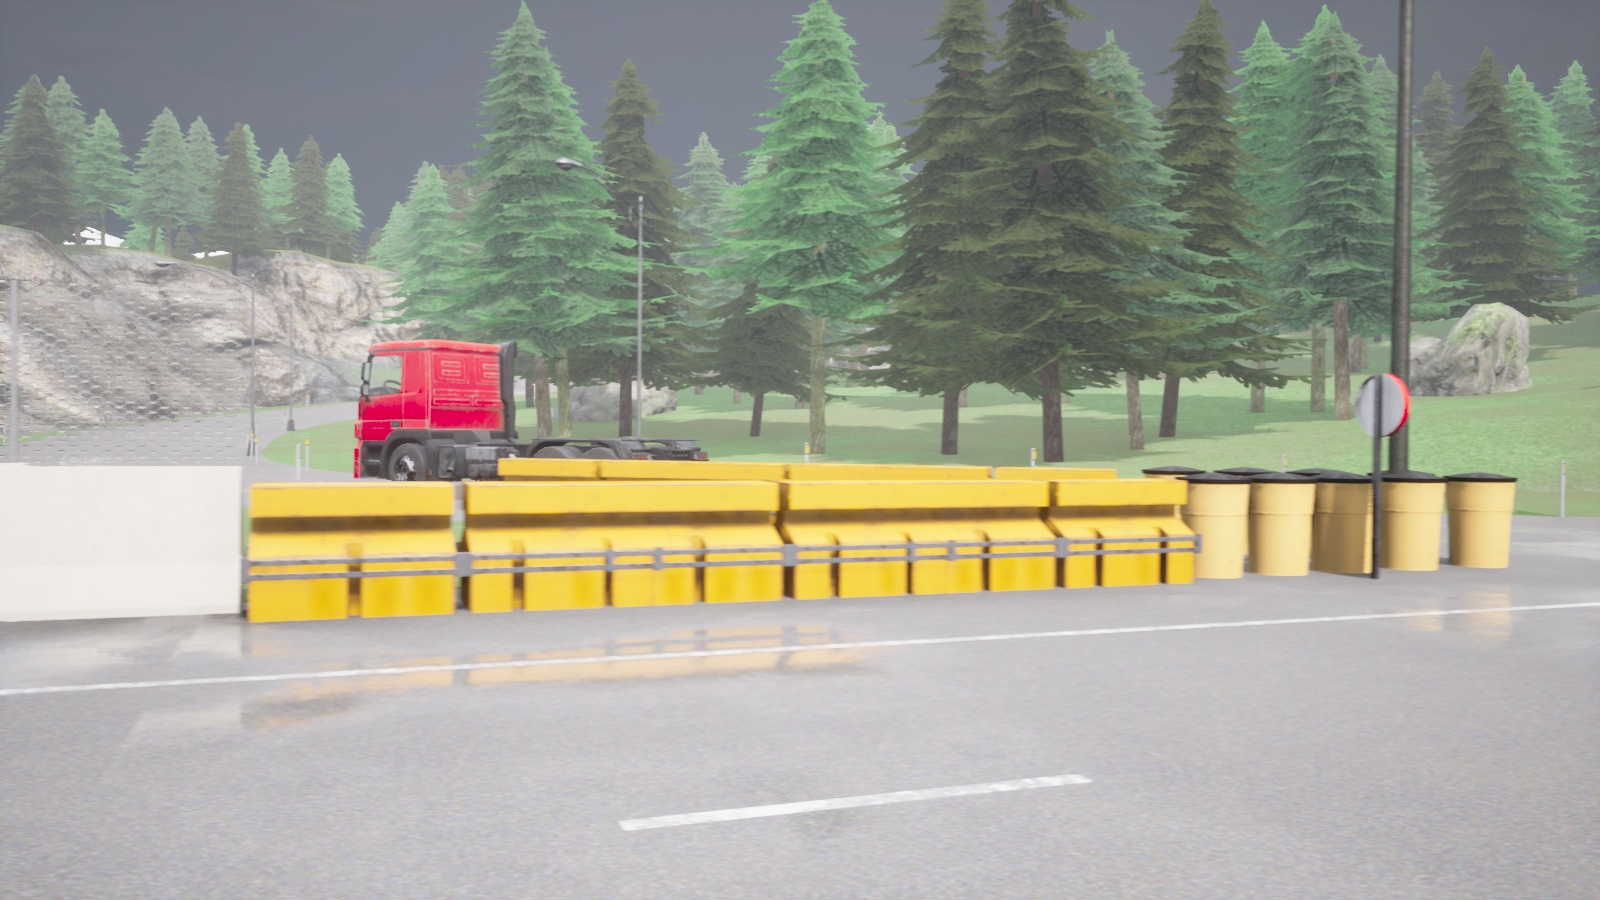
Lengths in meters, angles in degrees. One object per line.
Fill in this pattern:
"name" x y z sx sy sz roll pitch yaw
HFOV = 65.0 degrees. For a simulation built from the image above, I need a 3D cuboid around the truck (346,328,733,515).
"truck" -5.569 -0.553 26.400 7.936 3.462 2.891 0 1 29
